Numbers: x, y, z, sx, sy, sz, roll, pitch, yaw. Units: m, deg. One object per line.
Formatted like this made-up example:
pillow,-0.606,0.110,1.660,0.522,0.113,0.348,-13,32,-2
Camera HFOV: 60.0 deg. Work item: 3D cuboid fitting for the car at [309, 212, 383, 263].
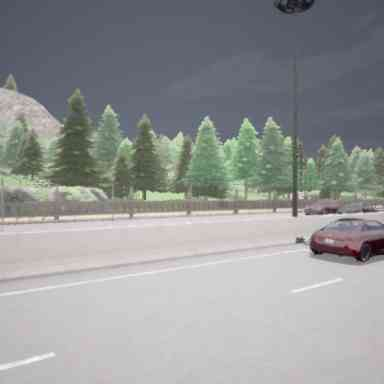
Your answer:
car,6.359,1.676,12.612,4.181,1.385,1.994,1,0,-36

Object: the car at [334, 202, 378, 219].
car,16.223,1.795,32.820,4.892,1.490,1.837,1,0,-36
